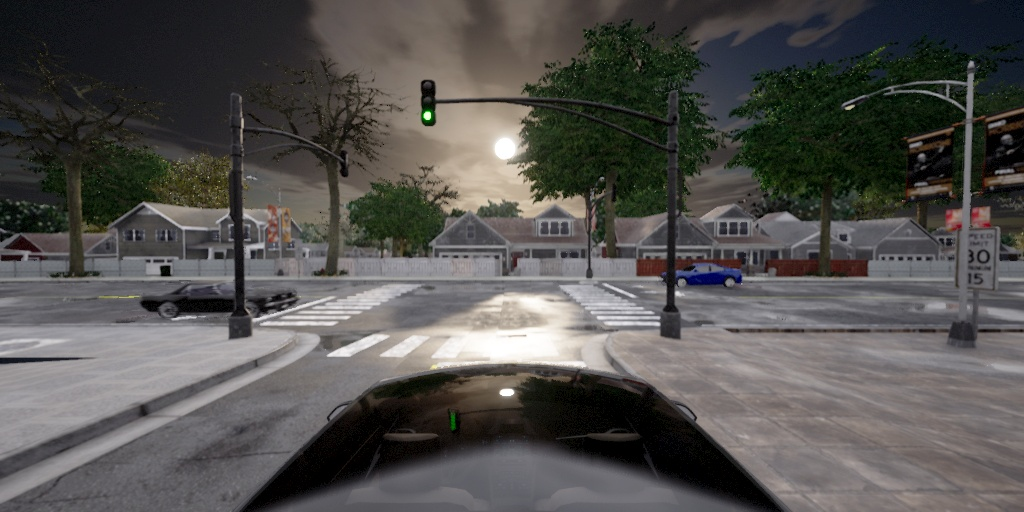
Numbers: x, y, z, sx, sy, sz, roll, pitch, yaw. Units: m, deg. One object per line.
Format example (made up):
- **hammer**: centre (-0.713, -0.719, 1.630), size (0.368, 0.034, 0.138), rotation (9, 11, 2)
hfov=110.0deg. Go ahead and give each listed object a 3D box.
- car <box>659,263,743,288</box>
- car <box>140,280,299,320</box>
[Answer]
- **car**: centre (12.305, 1.245, 23.517), size (5.008, 1.535, 1.882), rotation (-1, 2, 0)
- **car**: centre (-10.852, 1.598, 13.591), size (4.718, 1.301, 1.895), rotation (0, 2, 0)
